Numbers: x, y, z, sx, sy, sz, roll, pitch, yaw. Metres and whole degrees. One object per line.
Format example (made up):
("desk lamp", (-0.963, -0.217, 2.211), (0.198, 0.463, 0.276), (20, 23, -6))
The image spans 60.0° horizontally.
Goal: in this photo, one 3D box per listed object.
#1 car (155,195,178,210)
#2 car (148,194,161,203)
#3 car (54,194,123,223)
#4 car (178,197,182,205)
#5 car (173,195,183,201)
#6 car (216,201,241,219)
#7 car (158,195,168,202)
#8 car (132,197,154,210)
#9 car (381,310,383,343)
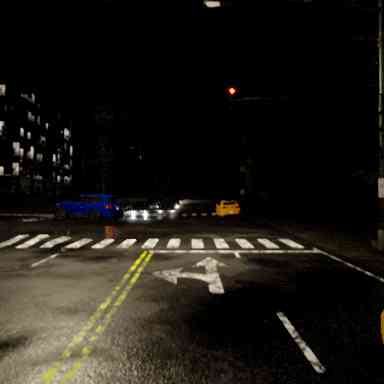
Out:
("car", (-3.330, 1.521, 44.238), (1.882, 1.535, 5.008), (0, 0, 0))
("car", (-6.551, 1.283, 59.119), (2.150, 2.045, 5.566), (0, -1, 0))
("car", (-7.828, 1.196, 25.256), (5.566, 2.045, 2.150), (2, -3, 26))
("car", (-3.292, 1.553, 61.101), (2.128, 1.511, 4.902), (0, 0, 0))
("car", (-3.222, 1.315, 77.381), (2.033, 1.411, 5.357), (0, 0, 0))
("car", (3.338, 1.534, 30.971), (1.882, 1.535, 5.008), (-2, 0, 0))
("car", (-6.473, 1.459, 74.964), (1.882, 1.535, 5.008), (0, 0, 0))
("car", (-6.581, 1.643, 43.538), (1.895, 1.301, 4.718), (0, 0, 0))
("car", (3.359, 1.472, 2.292), (1.882, 1.535, 5.008), (-1, 0, 0))
